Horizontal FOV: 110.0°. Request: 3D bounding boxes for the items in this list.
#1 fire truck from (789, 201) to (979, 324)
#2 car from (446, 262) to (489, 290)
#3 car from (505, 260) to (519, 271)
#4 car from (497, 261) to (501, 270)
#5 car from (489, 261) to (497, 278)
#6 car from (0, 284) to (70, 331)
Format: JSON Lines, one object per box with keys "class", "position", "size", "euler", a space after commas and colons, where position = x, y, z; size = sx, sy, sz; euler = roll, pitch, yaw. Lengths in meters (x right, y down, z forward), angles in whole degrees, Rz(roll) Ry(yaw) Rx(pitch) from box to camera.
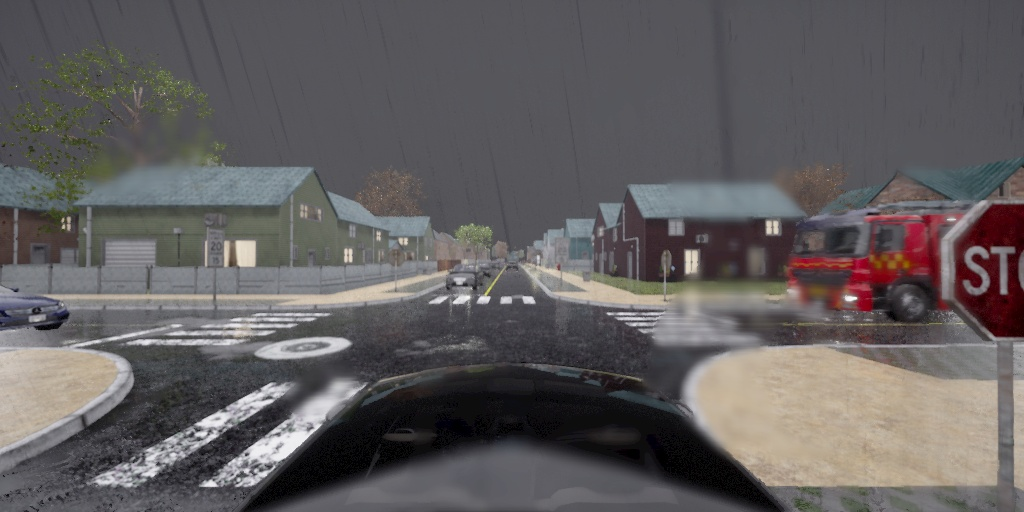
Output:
{"class": "fire truck", "position": [14.581, 0.192, 12.266], "size": [8.468, 3.827, 2.891], "euler": [0, -1, -2]}
{"class": "car", "position": [-2.875, 1.261, 22.570], "size": [2.128, 1.511, 4.902], "euler": [0, 0, 2]}
{"class": "car", "position": [0.031, 1.383, 53.574], "size": [1.837, 1.490, 4.892], "euler": [0, 0, 0]}
{"class": "car", "position": [-2.757, 1.448, 54.513], "size": [1.994, 1.385, 4.181], "euler": [0, 0, 0]}
{"class": "car", "position": [-2.830, 1.343, 34.443], "size": [2.033, 1.411, 5.357], "euler": [0, 0, 0]}
{"class": "car", "position": [-13.609, 1.200, 8.520], "size": [4.674, 1.442, 1.812], "euler": [1, -1, 0]}
